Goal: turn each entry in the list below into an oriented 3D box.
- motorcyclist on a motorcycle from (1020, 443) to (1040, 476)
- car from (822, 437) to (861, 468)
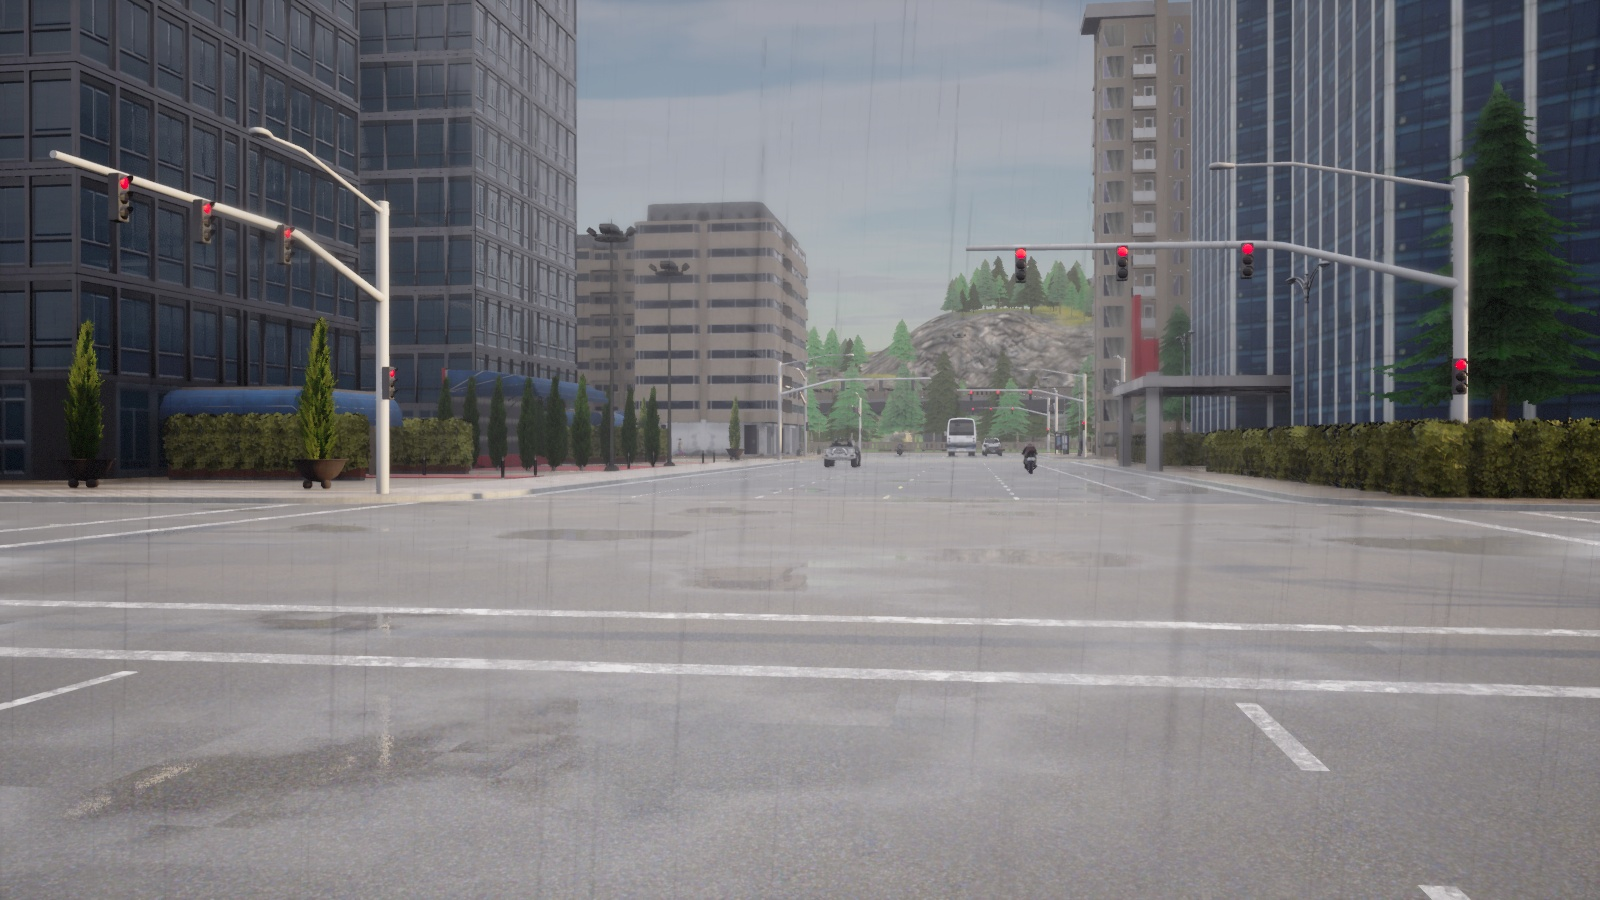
[{"bbox_3d":[11.148,0.447,60.916,0.866,1.530,2.191,0,0,7],"label":"motorcyclist on a motorcycle"},{"bbox_3d":[2.577,0.135,76.285,1.932,1.855,4.605,0,0,7],"label":"car"}]
